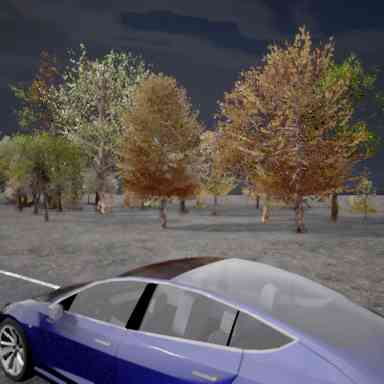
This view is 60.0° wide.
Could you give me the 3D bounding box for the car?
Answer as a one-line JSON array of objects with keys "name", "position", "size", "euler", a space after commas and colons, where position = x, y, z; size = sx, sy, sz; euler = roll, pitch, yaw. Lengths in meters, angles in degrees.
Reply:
[{"name": "car", "position": [-0.266, 1.497, 3.753], "size": [4.792, 1.488, 2.163], "euler": [0, 0, 35]}]
